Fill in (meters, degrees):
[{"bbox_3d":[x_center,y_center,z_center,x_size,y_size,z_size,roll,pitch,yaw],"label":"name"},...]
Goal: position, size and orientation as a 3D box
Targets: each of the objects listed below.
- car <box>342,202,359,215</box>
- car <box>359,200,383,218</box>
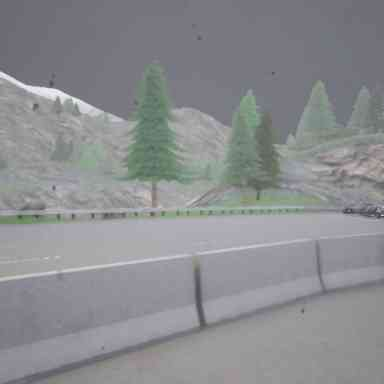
[{"bbox_3d":[17.030,1.639,33.014,4.181,1.385,1.994,0,0,-24],"label":"car"},{"bbox_3d":[17.495,1.434,29.384,4.553,1.767,2.097,0,0,-24],"label":"car"}]
